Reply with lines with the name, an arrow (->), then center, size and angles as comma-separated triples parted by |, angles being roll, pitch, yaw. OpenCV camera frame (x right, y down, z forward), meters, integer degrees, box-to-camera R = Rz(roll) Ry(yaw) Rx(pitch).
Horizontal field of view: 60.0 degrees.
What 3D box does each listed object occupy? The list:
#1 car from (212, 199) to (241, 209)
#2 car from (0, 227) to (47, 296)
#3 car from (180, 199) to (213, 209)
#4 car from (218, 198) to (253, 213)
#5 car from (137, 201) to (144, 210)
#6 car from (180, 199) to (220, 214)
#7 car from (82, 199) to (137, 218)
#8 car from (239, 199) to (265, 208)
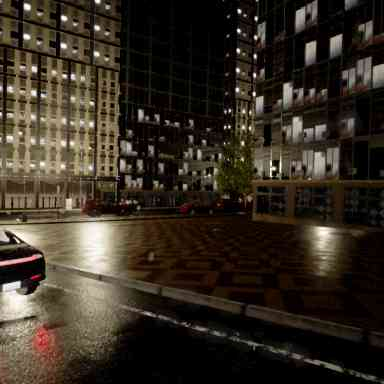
car -> 5.582, 1.872, 53.343 | 4.313, 1.339, 1.947 | 1, 1, -34
car -> -5.220, 1.488, 7.409 | 4.902, 1.511, 2.128 | 0, 0, 36
car -> 0.763, 1.784, 50.045 | 4.829, 1.417, 1.752 | 1, 1, -34
car -> 5.356, 1.782, 43.634 | 5.009, 1.841, 2.192 | 1, 1, -34
car -> -8.454, 1.720, 43.739 | 4.403, 1.369, 2.008 | 1, 1, -34
car -> 0.672, 1.965, 40.437 | 4.507, 1.381, 1.887 | 1, 1, -34
car -> -8.679, 1.645, 34.031 | 5.009, 1.841, 2.192 | 1, 1, -34
car -> 10.260, 1.934, 56.545 | 4.206, 1.307, 1.802 | 1, 1, -34
